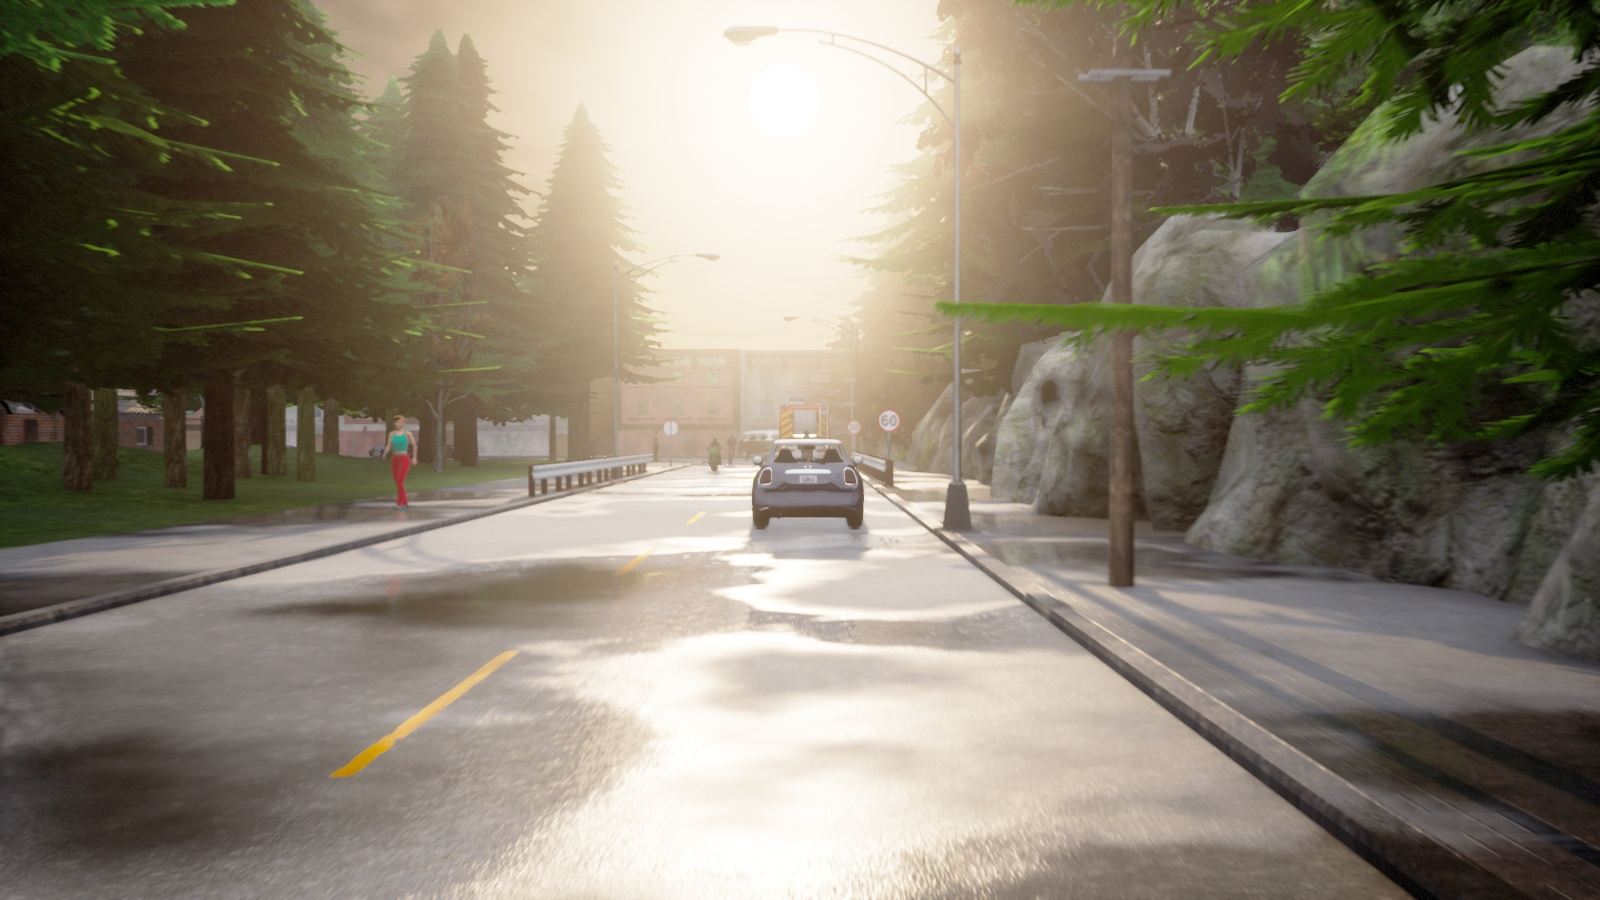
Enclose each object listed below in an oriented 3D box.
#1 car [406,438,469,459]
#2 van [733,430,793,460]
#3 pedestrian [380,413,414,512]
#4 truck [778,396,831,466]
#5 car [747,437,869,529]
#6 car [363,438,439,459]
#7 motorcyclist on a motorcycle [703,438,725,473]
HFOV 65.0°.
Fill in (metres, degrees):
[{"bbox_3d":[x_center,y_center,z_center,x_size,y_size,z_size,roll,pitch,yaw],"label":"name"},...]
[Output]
[{"bbox_3d":[-25.144,-0.112,87.236,3.806,1.475,1.970,0,1,0],"label":"car"},{"bbox_3d":[-2.594,-0.330,86.750,2.069,2.038,4.480,0,0,-33],"label":"van"},{"bbox_3d":[-7.568,0.233,23.568,0.345,1.836,0.594,0,1,14],"label":"pedestrian"},{"bbox_3d":[0.257,-1.089,72.833,2.891,3.827,8.468,0,1,0],"label":"truck"},{"bbox_3d":[0.138,0.508,22.068,1.970,1.475,3.806,0,1,0],"label":"car"},{"bbox_3d":[-28.965,-0.118,91.263,4.792,1.488,2.163,0,1,0],"label":"car"},{"bbox_3d":[-3.767,0.217,55.163,0.797,1.523,2.044,0,1,0],"label":"motorcyclist on a motorcycle"}]
